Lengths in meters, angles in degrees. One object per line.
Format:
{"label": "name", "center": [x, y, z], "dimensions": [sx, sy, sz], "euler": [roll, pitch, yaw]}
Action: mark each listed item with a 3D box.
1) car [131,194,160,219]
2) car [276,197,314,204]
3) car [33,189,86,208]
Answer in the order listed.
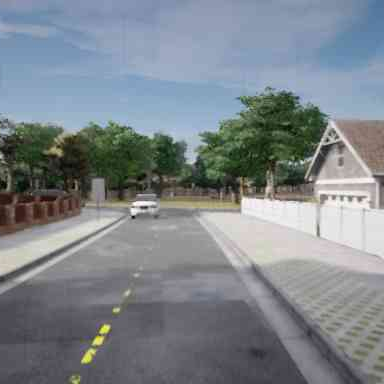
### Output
{"label": "car", "center": [-3.928, 1.183, 28.573], "dimensions": [2.150, 2.045, 5.566], "euler": [0, 0, -4]}
{"label": "car", "center": [12.325, 1.596, 38.609], "dimensions": [5.566, 2.045, 2.150], "euler": [2, 1, -6]}
{"label": "car", "center": [-14.364, 0.854, 35.867], "dimensions": [5.566, 2.045, 2.150], "euler": [4, 0, -6]}
